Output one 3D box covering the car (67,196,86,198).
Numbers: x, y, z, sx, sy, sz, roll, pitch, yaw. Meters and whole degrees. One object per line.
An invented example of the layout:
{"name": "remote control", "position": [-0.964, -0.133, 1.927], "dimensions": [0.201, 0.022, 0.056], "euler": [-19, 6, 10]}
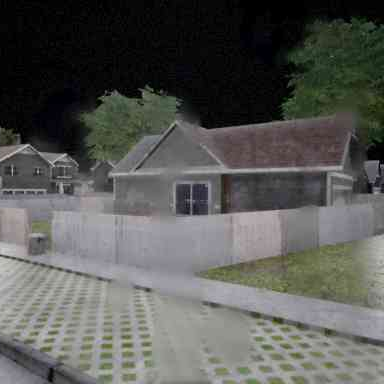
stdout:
{"name": "car", "position": [-12.753, 1.166, 36.183], "dimensions": [1.837, 1.490, 4.892], "euler": [1, 1, 34]}
